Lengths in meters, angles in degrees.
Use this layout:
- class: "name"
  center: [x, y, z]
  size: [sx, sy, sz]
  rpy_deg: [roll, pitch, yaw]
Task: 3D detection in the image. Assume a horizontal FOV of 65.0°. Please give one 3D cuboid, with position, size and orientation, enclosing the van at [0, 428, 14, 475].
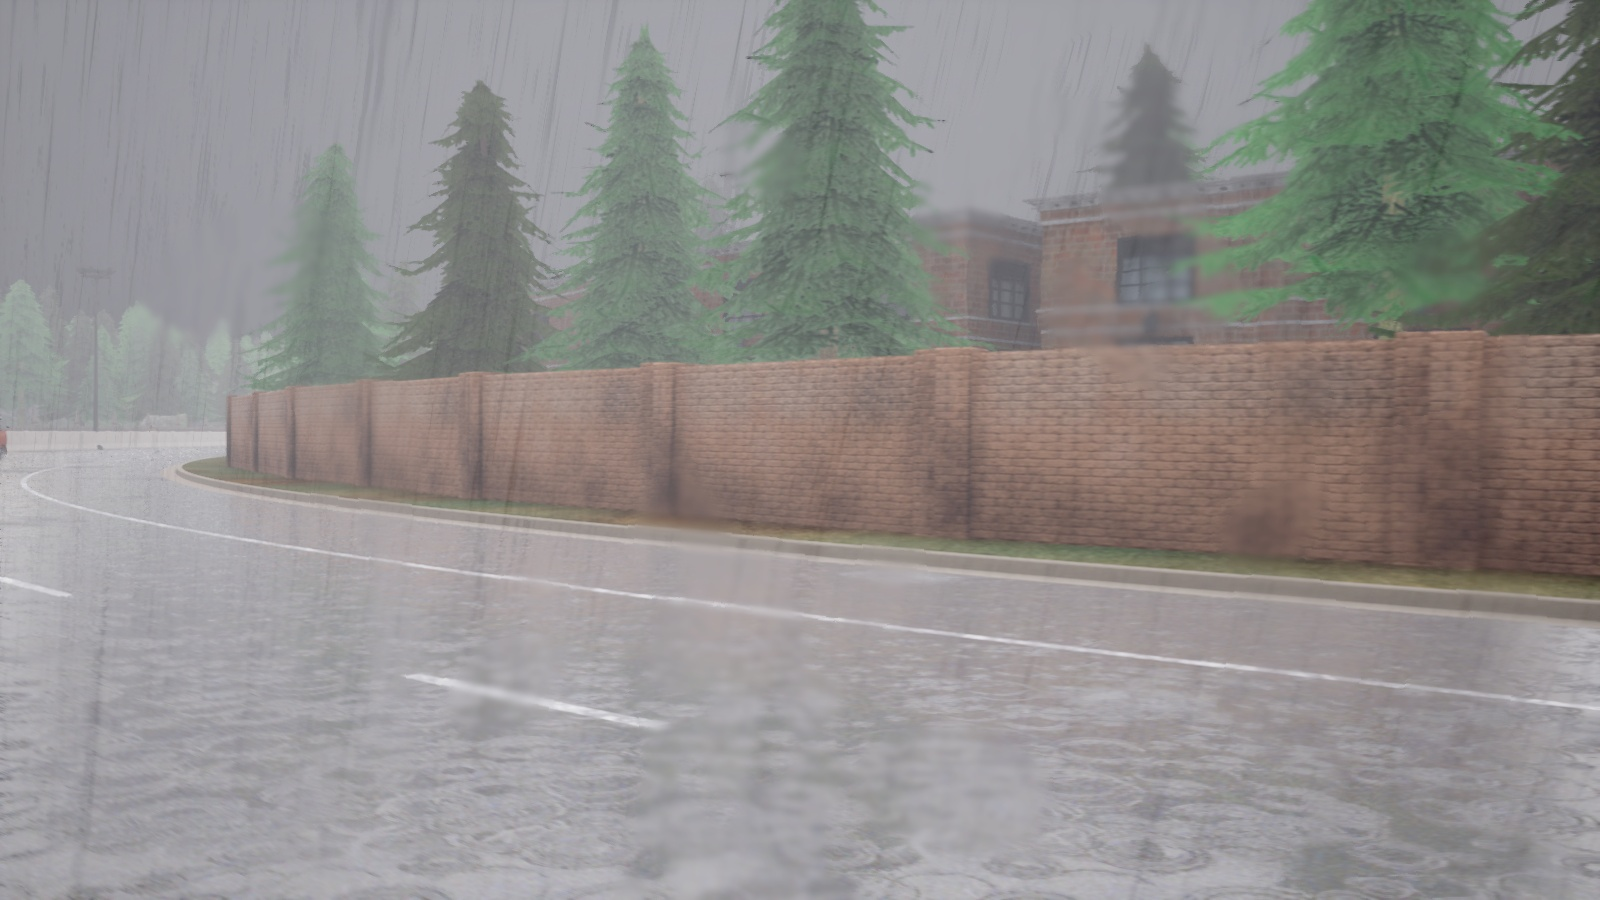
- class: "van"
  center: [-34.958, 0.089, 53.052]
  size: [1.775, 1.987, 4.442]
  rpy_deg: [-1, 1, -16]
